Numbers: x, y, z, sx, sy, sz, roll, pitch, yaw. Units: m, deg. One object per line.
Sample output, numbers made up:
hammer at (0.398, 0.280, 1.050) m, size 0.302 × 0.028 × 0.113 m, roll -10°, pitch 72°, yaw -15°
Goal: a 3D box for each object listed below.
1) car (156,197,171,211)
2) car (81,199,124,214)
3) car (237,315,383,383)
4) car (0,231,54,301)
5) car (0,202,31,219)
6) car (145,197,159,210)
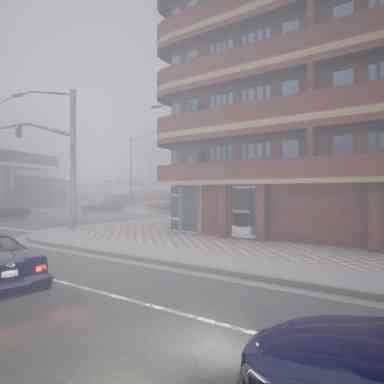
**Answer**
car at (-1.536, 1.587, 40.300) m, size 2.033 × 1.411 × 5.357 m, roll 0°, pitch 0°, yaw 34°
car at (-9.416, 1.494, 35.295) m, size 1.882 × 1.535 × 5.008 m, roll 0°, pitch 0°, yaw 34°
car at (2.548, 1.536, 2.176) m, size 4.674 × 1.442 × 1.812 m, roll 0°, pitch 0°, yaw 35°
car at (-5.305, 1.545, 7.672) m, size 5.357 × 1.411 × 2.033 m, roll 0°, pitch 0°, yaw 38°
car at (-15.339, 1.519, 26.574) m, size 1.812 × 1.442 × 4.674 m, roll 0°, pitch 0°, yaw 34°
car at (-4.011, 1.389, 43.221) m, size 2.097 × 1.767 × 4.553 m, roll 0°, pitch 0°, yaw 34°
